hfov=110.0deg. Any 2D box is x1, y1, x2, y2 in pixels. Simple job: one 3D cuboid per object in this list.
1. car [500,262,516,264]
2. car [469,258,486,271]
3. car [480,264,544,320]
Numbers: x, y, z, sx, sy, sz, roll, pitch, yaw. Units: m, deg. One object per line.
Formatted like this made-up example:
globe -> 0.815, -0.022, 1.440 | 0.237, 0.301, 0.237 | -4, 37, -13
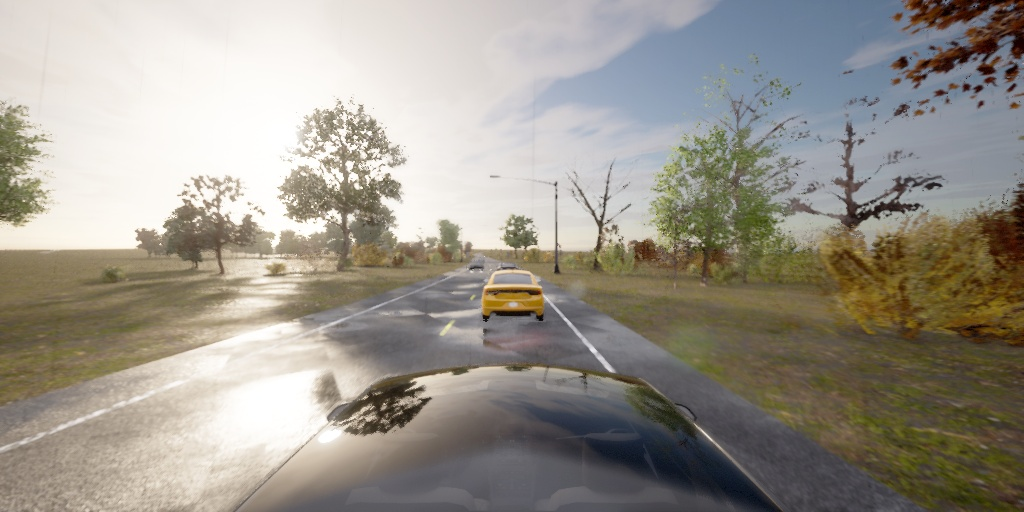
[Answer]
car -> -0.360, 1.239, 30.091 | 2.128, 1.511, 4.902 | 0, 0, -2
car -> -4.777, 1.296, 48.847 | 1.994, 1.385, 4.181 | 0, 0, -3
car -> 0.009, 1.230, 12.639 | 1.882, 1.535, 5.008 | 0, 0, -1
